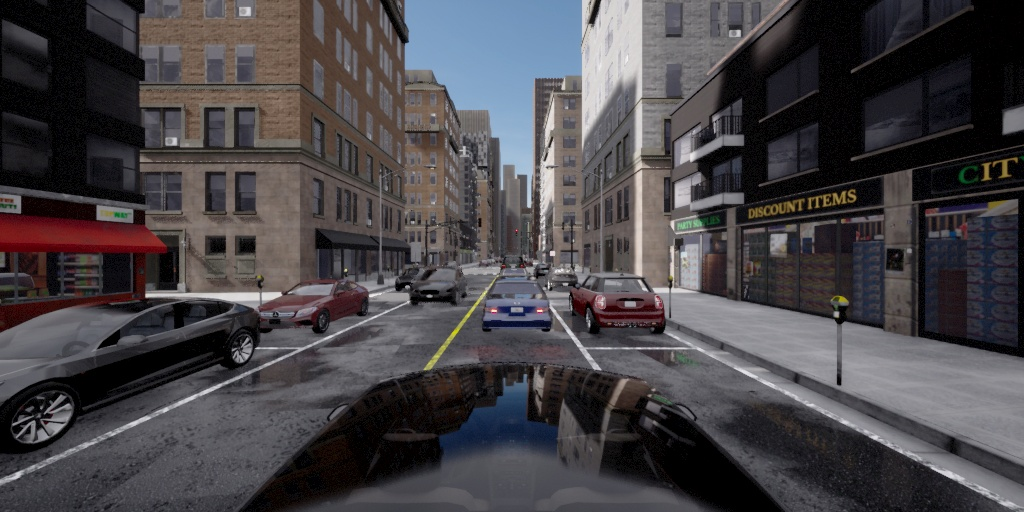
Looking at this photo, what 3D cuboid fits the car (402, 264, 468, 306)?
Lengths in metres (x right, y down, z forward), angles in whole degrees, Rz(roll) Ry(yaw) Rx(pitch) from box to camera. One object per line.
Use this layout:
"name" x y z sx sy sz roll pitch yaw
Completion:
"car" -3.067 1.255 15.804 1.837 1.490 4.892 0 0 0

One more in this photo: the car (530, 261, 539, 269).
"car" 2.926 1.319 32.633 1.948 1.339 4.313 0 0 0

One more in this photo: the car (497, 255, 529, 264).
"car" 0.075 0.974 31.380 2.150 2.045 5.566 0 0 -1

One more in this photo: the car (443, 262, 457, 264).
"car" -5.613 1.334 27.152 1.802 1.307 4.207 0 0 0

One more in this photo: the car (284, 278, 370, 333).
"car" -5.652 1.332 10.648 1.802 1.307 4.207 0 0 0

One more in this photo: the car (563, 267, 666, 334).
"car" 2.874 1.189 10.628 1.967 1.591 4.097 0 0 0

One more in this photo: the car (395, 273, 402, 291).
"car" -5.626 1.317 21.651 1.948 1.339 4.313 0 0 0

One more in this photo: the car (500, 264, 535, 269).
"car" 0.142 1.352 21.349 1.895 1.301 4.718 0 0 0

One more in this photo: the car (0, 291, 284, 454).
"car" -5.665 1.315 5.147 1.948 1.339 4.313 0 0 0

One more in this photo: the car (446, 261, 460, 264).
"car" -5.600 1.193 32.654 1.967 1.591 4.097 0 0 0

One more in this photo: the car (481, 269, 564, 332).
"car" 0.120 1.297 10.843 2.033 1.411 5.357 0 0 0

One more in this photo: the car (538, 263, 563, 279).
"car" 2.899 1.301 21.631 2.007 1.370 4.403 0 0 0
